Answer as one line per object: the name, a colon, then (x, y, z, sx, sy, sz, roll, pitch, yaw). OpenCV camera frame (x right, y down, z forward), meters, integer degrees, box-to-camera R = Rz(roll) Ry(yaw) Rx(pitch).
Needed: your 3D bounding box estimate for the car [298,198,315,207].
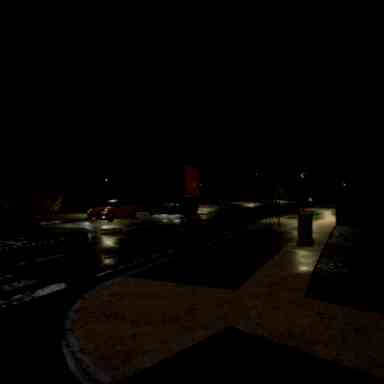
car: (18.460, 1.626, 53.646, 2.128, 1.511, 4.902, 0, 0, 30)

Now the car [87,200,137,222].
car: (-6.602, 1.491, 27.808, 2.097, 1.767, 4.553, 0, 0, 26)

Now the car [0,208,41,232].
car: (-10.864, 1.658, 18.897, 1.812, 1.442, 4.674, 0, 0, 25)

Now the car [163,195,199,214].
car: (-1.163, 1.368, 38.580, 2.150, 2.045, 5.566, 0, 0, 28)
